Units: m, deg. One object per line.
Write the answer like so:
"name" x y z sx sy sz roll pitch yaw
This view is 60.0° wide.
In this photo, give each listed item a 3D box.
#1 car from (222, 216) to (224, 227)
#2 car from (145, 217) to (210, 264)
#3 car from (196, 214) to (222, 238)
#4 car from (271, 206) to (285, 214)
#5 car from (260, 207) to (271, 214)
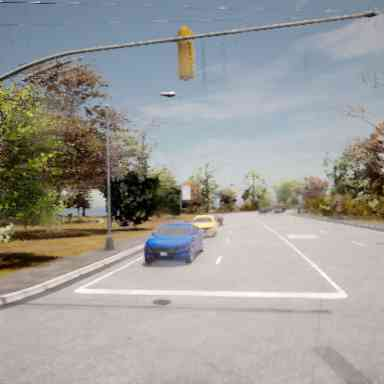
"car" 2.550 3.094 36.606 1.895 1.301 4.718 -2 -3 8
"car" -0.614 2.130 14.863 1.882 1.535 5.008 -2 -2 10
"car" 0.935 2.510 25.057 1.882 1.535 5.008 -2 -2 8
"car" 21.897 4.839 84.618 1.895 1.301 4.718 -2 -3 18
"car" 18.476 4.871 85.391 1.837 1.490 4.892 -2 -3 18
